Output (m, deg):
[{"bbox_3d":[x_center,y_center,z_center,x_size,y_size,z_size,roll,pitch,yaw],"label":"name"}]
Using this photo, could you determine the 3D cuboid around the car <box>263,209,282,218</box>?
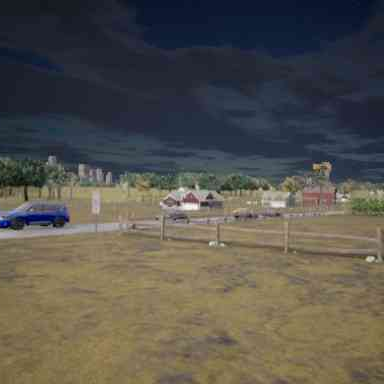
[{"bbox_3d":[13.759,3.696,57.298,2.033,1.411,5.357,1,-2,36],"label":"car"}]

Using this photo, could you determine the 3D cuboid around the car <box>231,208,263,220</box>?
[{"bbox_3d":[8.017,3.329,49.212,2.033,1.411,5.357,1,-2,36],"label":"car"}]

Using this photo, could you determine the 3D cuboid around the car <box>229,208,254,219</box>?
[{"bbox_3d":[8.125,3.436,54.166,1.882,1.535,5.008,1,-2,36],"label":"car"}]

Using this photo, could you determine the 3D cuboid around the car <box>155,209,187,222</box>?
[{"bbox_3d":[-2.398,2.738,39.676,2.128,1.511,4.902,1,-2,36],"label":"car"}]

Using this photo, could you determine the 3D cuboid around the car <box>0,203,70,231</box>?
[{"bbox_3d":[-12.289,1.848,25.907,2.150,2.045,5.566,1,-2,36],"label":"car"}]
